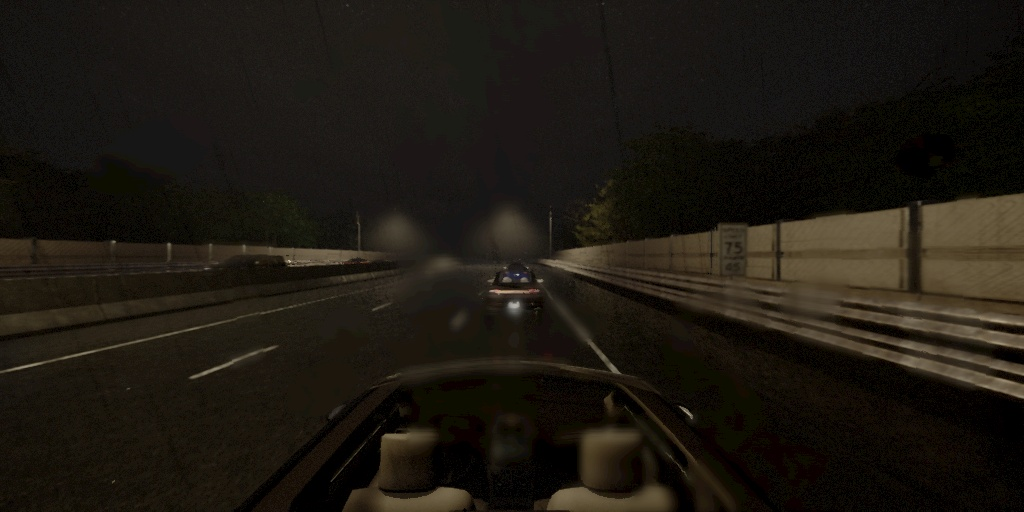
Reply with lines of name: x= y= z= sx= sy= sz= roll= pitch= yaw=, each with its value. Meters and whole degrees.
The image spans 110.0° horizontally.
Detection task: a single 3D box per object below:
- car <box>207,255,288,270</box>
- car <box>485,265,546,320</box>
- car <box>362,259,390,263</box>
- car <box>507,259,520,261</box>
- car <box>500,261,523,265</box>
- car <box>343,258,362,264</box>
car: x=-17.319 y=0.939 z=23.791 sx=2.150 sy=2.045 sz=5.566 roll=0 pitch=0 yaw=1
car: x=0.127 y=1.246 z=12.631 sx=2.128 sy=1.511 sz=4.902 roll=0 pitch=0 yaw=1
car: x=-16.921 y=1.182 z=46.099 sx=1.882 sy=1.535 sz=5.008 roll=0 pitch=0 yaw=1
car: x=0.690 y=1.290 z=53.553 sx=1.994 sy=1.385 sz=4.181 roll=0 pitch=0 yaw=1
car: x=0.330 y=1.312 z=27.428 sx=1.994 sy=1.385 sz=4.181 roll=0 pitch=0 yaw=1
car: x=-20.405 y=1.090 z=46.793 sx=2.097 sy=1.767 sz=4.553 roll=0 pitch=0 yaw=1
